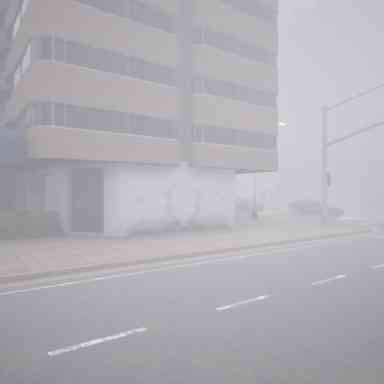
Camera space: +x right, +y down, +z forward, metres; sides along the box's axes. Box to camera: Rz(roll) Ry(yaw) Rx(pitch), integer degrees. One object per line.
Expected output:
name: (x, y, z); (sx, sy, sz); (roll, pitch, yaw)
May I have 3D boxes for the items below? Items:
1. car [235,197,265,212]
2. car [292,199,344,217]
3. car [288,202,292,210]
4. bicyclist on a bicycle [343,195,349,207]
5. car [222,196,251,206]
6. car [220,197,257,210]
car: (6.407, 1.564, 38.627); (1.994, 1.385, 4.181); (0, 0, -36)
car: (11.918, 1.564, 31.035); (1.994, 1.385, 4.181); (0, 0, -36)
car: (12.761, 1.477, 35.830); (1.882, 1.535, 5.008); (0, 0, -36)
bicyclist on a bicycle: (22.040, 1.301, 47.694); (1.656, 1.620, 0.582); (0, 0, -36)
car: (7.360, 1.491, 55.493); (2.128, 1.511, 4.902); (0, 0, -36)
car: (6.155, 1.492, 44.933); (2.128, 1.511, 4.902); (0, 0, -36)
